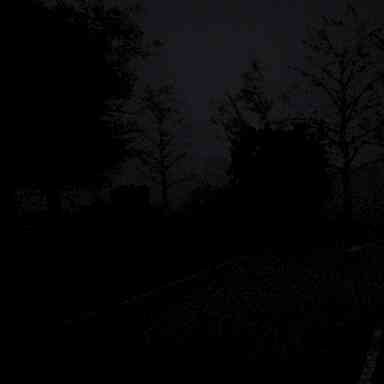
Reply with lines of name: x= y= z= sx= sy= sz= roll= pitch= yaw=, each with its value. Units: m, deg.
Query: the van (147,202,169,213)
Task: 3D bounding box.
van: x=-4.132 y=2.379 z=43.536 sx=1.878 sy=1.987 sz=4.442 roll=-3 pitch=-2 yaw=35

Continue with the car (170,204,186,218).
car: x=0.150 y=2.363 z=40.135 sx=1.946 sy=1.575 sz=5.366 roll=-3 pitch=-2 yaw=35

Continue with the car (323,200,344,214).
car: x=18.188 y=1.855 z=42.635 sx=2.185 sy=1.767 sz=4.553 roll=-2 pitch=-2 yaw=35

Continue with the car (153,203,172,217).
car: x=-2.020 y=2.475 z=41.671 sx=1.946 sy=1.575 sz=5.366 roll=-3 pitch=-2 yaw=35

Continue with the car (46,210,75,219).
car: x=-21.125 y=3.786 z=55.444 sx=2.002 sy=1.452 sz=4.674 roll=-4 pitch=-3 yaw=35

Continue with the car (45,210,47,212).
car: x=-23.743 y=3.815 z=57.241 sx=2.185 sy=1.767 sz=4.553 roll=-4 pitch=-3 yaw=35

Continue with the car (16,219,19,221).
car: x=-20.947 y=3.281 z=36.094 sx=1.837 sy=1.490 sz=4.892 roll=-1 pitch=-2 yaw=35
